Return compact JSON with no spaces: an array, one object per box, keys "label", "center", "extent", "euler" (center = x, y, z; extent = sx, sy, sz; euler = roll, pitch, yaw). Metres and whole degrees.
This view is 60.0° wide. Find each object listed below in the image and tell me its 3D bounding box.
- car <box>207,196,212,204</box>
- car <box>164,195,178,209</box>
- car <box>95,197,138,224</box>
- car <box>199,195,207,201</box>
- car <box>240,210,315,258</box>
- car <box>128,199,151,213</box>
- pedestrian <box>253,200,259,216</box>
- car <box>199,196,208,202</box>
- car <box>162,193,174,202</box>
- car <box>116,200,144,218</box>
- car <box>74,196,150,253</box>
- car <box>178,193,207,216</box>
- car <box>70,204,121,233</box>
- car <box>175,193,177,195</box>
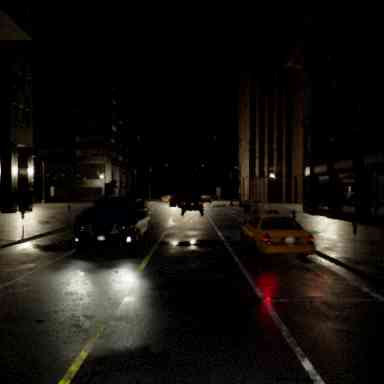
[{"label":"car","center":[2.737,1.454,64.097],"extent":[1.967,1.590,4.097],"euler":[0,0,0]},{"label":"car","center":[-1.677,1.507,45.793],"extent":[1.837,1.490,4.892],"euler":[0,0,-26]},{"label":"car","center":[-5.772,1.318,26.096],"extent":[2.192,1.841,5.009],"euler":[0,0,0]},{"label":"car","center":[2.728,1.591,86.533],"extent":[1.947,1.339,4.313],"euler":[0,0,0]},{"label":"car","center":[2.994,1.457,12.728],"extent":[1.801,1.575,5.366],"euler":[0,0,0]},{"label":"car","center":[-5.777,1.530,37.129],"extent":[1.752,1.417,4.829],"euler":[0,0,0]},{"label":"pedestrian","center":[2.993,1.295,15.724],"extent":[0.375,1.860,0.375],"euler":[0,0,0]},{"label":"car","center":[2.730,1.572,80.924],"extent":[2.008,1.369,4.403],"euler":[0,0,0]},{"label":"car","center":[-5.792,1.459,75.293],"extent":[1.967,1.590,4.097],"euler":[0,0,0]},{"label":"car","center":[-5.774,1.529,31.528],"extent":[1.752,1.417,4.829],"euler":[0,0,0]},{"label":"car","center":[-3.108,1.222,14.143],"extent":[2.150,2.045,5.566],"euler":[0,0,0]},{"label":"car","center":[0.044,1.224,32.995],"extent":[2.150,2.045,5.566],"euler":[0,0,0]},{"label":"car","center":[-5.770,1.547,20.494],"extent":[1.887,1.381,4.507],"euler":[0,0,0]},{"label":"car","center":[-5.797,1.576,86.512],"extent":[2.008,1.369,4.403],"euler":[0,0,0]}]
